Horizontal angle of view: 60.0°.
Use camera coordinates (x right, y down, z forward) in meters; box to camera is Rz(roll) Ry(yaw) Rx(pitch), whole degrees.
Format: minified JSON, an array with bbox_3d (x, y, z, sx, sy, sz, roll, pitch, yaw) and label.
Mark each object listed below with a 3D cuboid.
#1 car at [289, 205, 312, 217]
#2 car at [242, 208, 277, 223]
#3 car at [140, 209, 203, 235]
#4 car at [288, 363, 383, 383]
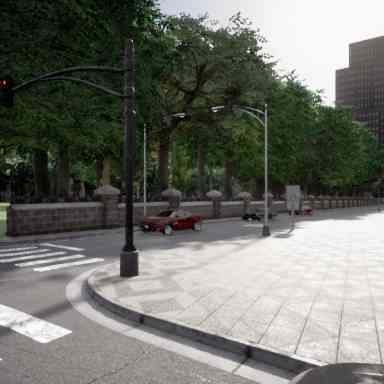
[{"bbox_3d":[14.217,2.414,43.478,1.882,1.535,5.008,0,-2,36],"label":"car"},{"bbox_3d":[6.704,2.264,32.927,1.895,1.301,4.718,0,-1,35],"label":"car"},{"bbox_3d":[-1.242,1.855,21.690,1.882,1.535,5.008,0,-1,35],"label":"car"},{"bbox_3d":[2.371,1.551,1.272,4.403,1.369,2.008,0,0,36],"label":"car"}]
